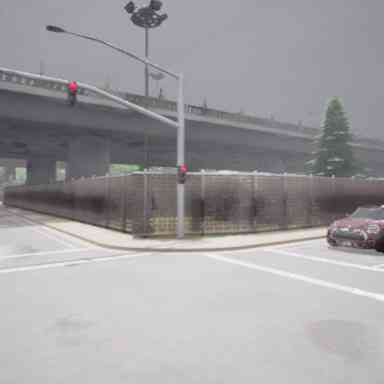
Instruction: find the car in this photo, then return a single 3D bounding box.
[{"bbox_3d":[7.585,1.341,13.688,4.553,1.767,2.097,0,0,-35],"label":"car"}]
